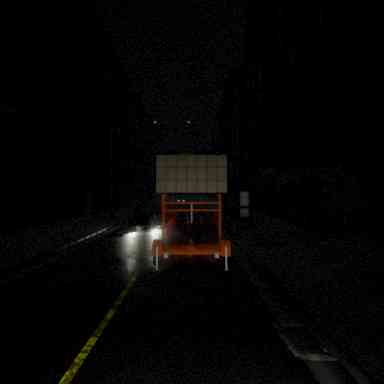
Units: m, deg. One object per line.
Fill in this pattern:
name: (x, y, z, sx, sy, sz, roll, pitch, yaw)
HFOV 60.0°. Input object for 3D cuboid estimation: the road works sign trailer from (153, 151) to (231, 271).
road works sign trailer: (-0.011, 0.467, 10.918, 2.380, 3.560, 2.880, 0, 0, 0)

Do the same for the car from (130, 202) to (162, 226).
car: (-3.125, 1.488, 23.579, 1.882, 1.535, 5.008, 0, 0, 0)
